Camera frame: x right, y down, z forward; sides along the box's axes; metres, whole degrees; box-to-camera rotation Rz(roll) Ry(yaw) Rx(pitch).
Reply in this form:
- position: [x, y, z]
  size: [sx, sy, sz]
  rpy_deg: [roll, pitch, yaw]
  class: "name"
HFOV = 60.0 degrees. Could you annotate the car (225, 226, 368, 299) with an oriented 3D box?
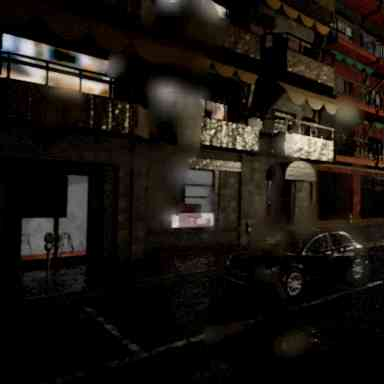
- position: [2.817, 1.605, 8.551]
  size: [4.403, 1.369, 2.008]
  rpy_deg: [1, 1, -35]
  class: "car"
